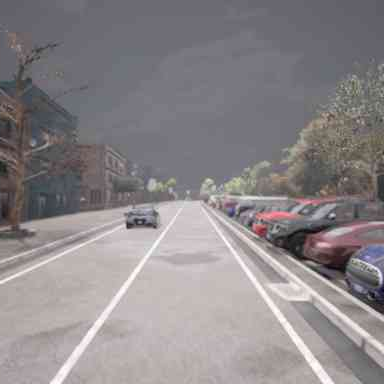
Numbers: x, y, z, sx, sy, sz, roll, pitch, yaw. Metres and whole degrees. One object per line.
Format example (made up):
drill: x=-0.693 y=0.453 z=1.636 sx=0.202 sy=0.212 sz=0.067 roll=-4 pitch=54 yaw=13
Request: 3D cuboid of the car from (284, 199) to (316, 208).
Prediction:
car: x=18.658 y=1.899 z=57.554 sx=4.792 sy=1.488 sz=2.163 roll=0 pitch=-1 yaw=0

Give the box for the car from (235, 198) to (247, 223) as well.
car: x=5.686 y=1.511 z=23.768 sx=4.553 sy=1.767 sz=2.185 roll=0 pitch=0 yaw=0

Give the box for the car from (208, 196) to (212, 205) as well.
car: x=5.607 y=1.842 z=54.595 sx=4.892 sy=1.521 sz=2.231 roll=0 pitch=-1 yaw=0

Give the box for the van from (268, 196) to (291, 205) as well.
van: x=18.789 y=1.772 z=71.485 sx=4.442 sy=1.987 sz=1.878 roll=0 pitch=-1 yaw=0

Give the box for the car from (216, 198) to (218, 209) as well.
car: x=5.661 y=1.768 z=40.586 sx=4.792 sy=1.488 sz=2.163 roll=0 pitch=0 yaw=0

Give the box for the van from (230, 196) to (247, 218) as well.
van: x=5.534 y=1.428 z=26.572 sx=4.442 sy=1.987 sz=1.878 roll=0 pitch=0 yaw=0

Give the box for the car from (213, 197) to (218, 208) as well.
car: x=5.813 y=1.753 z=43.390 sx=5.366 sy=1.575 sz=1.946 roll=0 pitch=0 yaw=0

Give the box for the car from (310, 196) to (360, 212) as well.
car: x=18.678 y=1.507 z=43.633 sx=5.566 sy=2.045 sz=2.435 roll=0 pitch=0 yaw=0

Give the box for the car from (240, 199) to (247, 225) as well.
car: x=5.627 y=1.494 z=20.965 sx=4.553 sy=1.767 sz=2.185 roll=0 pitch=0 yaw=0

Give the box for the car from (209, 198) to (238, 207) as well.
car: x=5.599 y=1.892 z=60.206 sx=5.008 sy=1.535 sz=2.097 roll=0 pitch=-1 yaw=0

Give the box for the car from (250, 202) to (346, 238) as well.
car: x=5.631 y=1.478 z=18.161 sx=4.553 sy=1.767 sz=2.185 roll=0 pitch=0 yaw=0

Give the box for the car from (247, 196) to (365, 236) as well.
car: x=5.638 y=1.335 z=15.359 sx=5.566 sy=2.045 sz=2.435 roll=0 pitch=0 yaw=0

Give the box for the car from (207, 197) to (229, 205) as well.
car: x=5.562 y=1.871 z=71.421 sx=4.553 sy=1.767 sz=2.185 roll=0 pitch=-1 yaw=0

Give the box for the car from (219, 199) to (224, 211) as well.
car: x=5.610 y=1.734 z=34.980 sx=4.792 sy=1.488 sz=2.163 roll=0 pitch=0 yaw=0

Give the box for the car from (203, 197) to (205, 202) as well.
car: x=5.621 y=1.775 z=74.223 sx=5.566 sy=2.045 sz=2.435 roll=0 pitch=-1 yaw=0

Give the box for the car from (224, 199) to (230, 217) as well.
car: x=5.642 y=1.671 z=29.374 sx=5.008 sy=1.535 sz=2.097 roll=0 pitch=0 yaw=0

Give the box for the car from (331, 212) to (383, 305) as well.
car: x=5.709 y=1.410 z=6.948 sx=4.553 sy=1.767 sz=2.185 roll=0 pitch=0 yaw=0

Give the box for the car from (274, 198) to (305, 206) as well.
car: x=18.495 y=1.918 z=63.125 sx=5.366 sy=1.575 sz=1.946 roll=0 pitch=-1 yaw=0

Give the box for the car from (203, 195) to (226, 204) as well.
car: x=5.622 y=1.877 z=82.633 sx=5.566 sy=2.045 sz=2.435 roll=0 pitch=-1 yaw=0

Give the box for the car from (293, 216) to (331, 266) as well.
car: x=5.672 y=1.592 z=9.751 sx=4.674 sy=1.452 sz=2.002 roll=0 pitch=0 yaw=0

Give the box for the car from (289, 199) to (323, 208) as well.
car: x=18.720 y=1.873 z=54.769 sx=4.792 sy=1.488 sz=2.163 roll=0 pitch=-1 yaw=0

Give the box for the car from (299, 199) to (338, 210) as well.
car: x=18.694 y=1.798 z=49.200 sx=5.008 sy=1.535 sz=2.097 roll=0 pitch=0 yaw=0

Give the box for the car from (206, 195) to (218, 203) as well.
car: x=5.636 y=1.615 z=57.405 sx=5.566 sy=2.045 sz=2.435 roll=0 pitch=-1 yaw=0

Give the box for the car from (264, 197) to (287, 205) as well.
car: x=18.641 y=1.901 z=74.264 sx=4.553 sy=1.767 sz=2.185 roll=0 pitch=-1 yaw=0

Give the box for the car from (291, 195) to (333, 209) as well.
car: x=18.667 y=1.568 z=51.989 sx=5.566 sy=2.045 sz=2.435 roll=0 pitch=-1 yaw=0

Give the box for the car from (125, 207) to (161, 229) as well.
car: x=-3.249 y=1.720 z=22.741 sx=1.994 sy=1.385 sz=4.181 roll=0 pitch=0 yaw=0

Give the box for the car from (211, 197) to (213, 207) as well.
car: x=5.618 y=1.774 z=46.190 sx=5.008 sy=1.535 sz=2.097 roll=0 pitch=0 yaw=0

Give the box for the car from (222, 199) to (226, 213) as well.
car: x=5.614 y=1.717 z=32.177 sx=4.792 sy=1.488 sz=2.163 roll=0 pitch=0 yaw=0

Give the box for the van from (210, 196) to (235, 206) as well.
van: x=5.717 y=1.693 z=63.011 sx=4.442 sy=1.987 sz=1.878 roll=0 pitch=-1 yaw=0

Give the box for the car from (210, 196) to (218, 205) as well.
car: x=5.587 y=1.846 z=51.797 sx=4.792 sy=1.488 sz=2.163 roll=0 pitch=0 yaw=0

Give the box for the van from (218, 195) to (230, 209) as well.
van: x=5.519 y=1.496 z=37.784 sx=4.442 sy=1.987 sz=1.878 roll=0 pitch=0 yaw=0

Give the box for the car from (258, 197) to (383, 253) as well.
car: x=5.642 y=1.318 z=12.556 sx=5.566 sy=2.045 sz=2.435 roll=0 pitch=0 yaw=0

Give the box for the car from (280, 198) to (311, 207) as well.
car: x=18.678 y=1.895 z=60.339 sx=5.008 sy=1.535 sz=2.097 roll=0 pitch=-1 yaw=0
